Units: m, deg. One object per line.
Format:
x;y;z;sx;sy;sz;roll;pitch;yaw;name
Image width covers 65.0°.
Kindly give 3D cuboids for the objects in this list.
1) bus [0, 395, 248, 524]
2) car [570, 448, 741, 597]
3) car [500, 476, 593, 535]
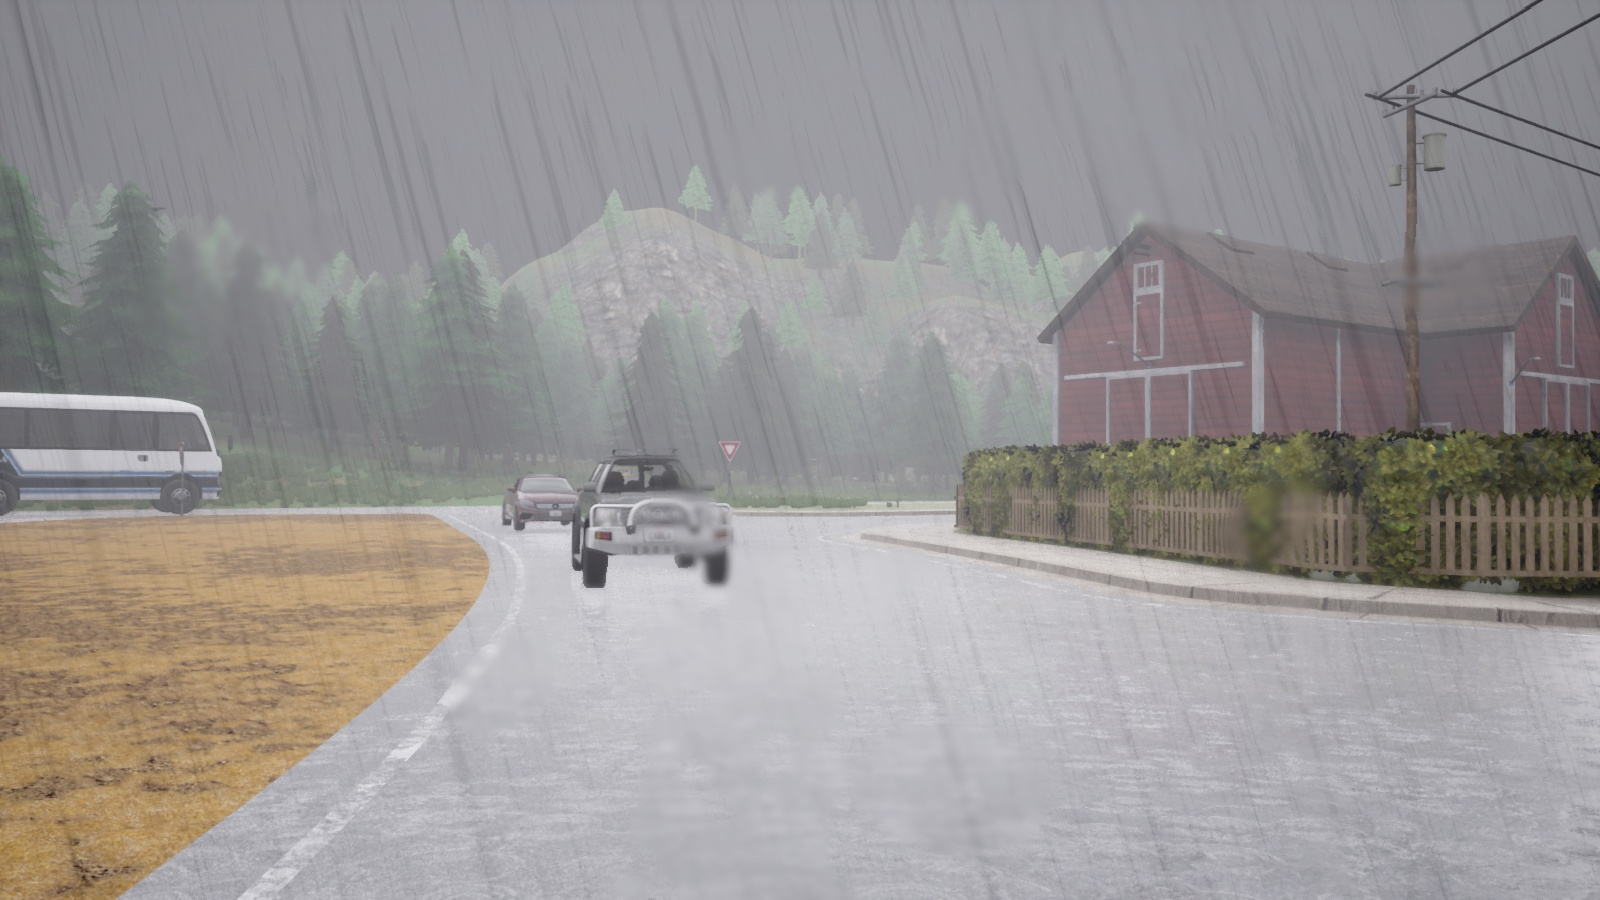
-25.591;0.376;44.708;10.273;4.253;3.944;1;-1;-36;bus
-2.215;0.945;18.076;1.932;1.855;4.605;0;-1;-13;car
-6.860;1.424;33.657;1.812;1.442;4.674;0;-1;-19;car
